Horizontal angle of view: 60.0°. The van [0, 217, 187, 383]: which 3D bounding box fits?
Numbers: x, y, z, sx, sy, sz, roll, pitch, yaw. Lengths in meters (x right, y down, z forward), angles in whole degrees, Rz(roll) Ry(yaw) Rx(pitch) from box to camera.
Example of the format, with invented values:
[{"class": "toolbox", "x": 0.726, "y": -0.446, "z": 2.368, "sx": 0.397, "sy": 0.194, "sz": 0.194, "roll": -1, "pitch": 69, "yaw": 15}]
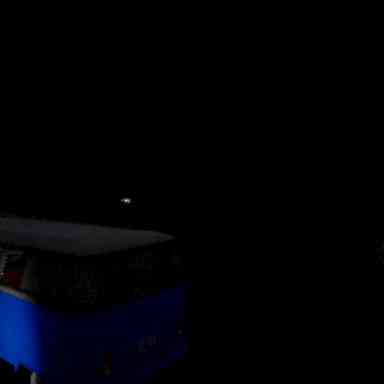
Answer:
[{"class": "van", "x": -1.962, "y": 1.307, "z": 4.471, "sx": 3.998, "sy": 1.788, "sz": 1.690, "roll": 1, "pitch": 1, "yaw": 36}]
